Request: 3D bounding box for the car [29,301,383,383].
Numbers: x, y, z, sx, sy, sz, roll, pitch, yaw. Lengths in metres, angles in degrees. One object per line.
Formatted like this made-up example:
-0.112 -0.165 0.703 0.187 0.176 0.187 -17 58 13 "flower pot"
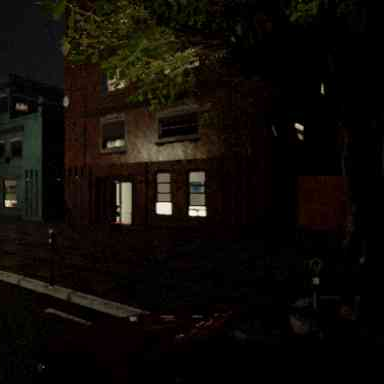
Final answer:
0.442 1.582 2.559 4.206 1.307 1.802 0 0 36 "car"
